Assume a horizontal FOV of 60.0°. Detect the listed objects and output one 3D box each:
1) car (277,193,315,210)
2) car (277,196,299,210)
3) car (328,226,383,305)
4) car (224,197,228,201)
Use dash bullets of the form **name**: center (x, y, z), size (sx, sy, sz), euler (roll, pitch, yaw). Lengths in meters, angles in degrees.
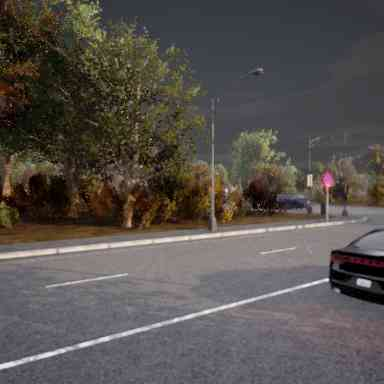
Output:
- **car**: center (13.200, 1.210, 43.160), size (2.150, 2.045, 5.566), euler (0, 0, -32)
- **car**: center (10.505, 1.553, 40.881), size (1.994, 1.385, 4.181), euler (0, 0, -32)
- **car**: center (5.086, 1.475, 7.395), size (5.008, 1.535, 1.882), euler (0, 0, -36)
- **car**: center (4.871, 1.475, 56.300), size (2.033, 1.411, 5.357), euler (0, 0, -32)
